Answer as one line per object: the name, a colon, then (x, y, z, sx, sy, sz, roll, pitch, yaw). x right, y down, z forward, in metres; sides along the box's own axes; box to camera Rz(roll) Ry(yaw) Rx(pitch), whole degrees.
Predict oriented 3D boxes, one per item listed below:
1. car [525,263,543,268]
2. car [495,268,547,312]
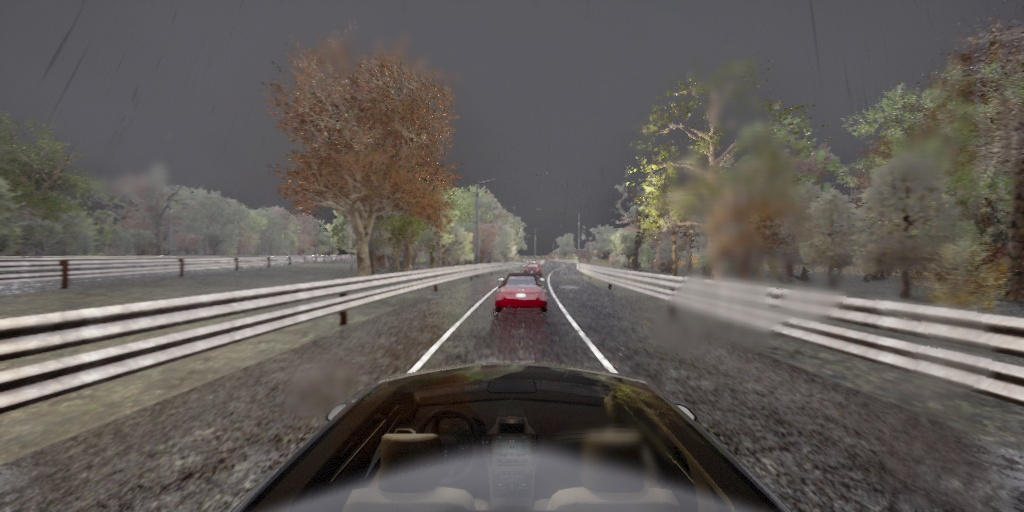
car: (2.371, 1.502, 39.241, 1.812, 1.442, 4.674, 0, 0, 7)
car: (0.405, 1.386, 14.804, 1.994, 1.385, 4.181, 0, 0, 2)
